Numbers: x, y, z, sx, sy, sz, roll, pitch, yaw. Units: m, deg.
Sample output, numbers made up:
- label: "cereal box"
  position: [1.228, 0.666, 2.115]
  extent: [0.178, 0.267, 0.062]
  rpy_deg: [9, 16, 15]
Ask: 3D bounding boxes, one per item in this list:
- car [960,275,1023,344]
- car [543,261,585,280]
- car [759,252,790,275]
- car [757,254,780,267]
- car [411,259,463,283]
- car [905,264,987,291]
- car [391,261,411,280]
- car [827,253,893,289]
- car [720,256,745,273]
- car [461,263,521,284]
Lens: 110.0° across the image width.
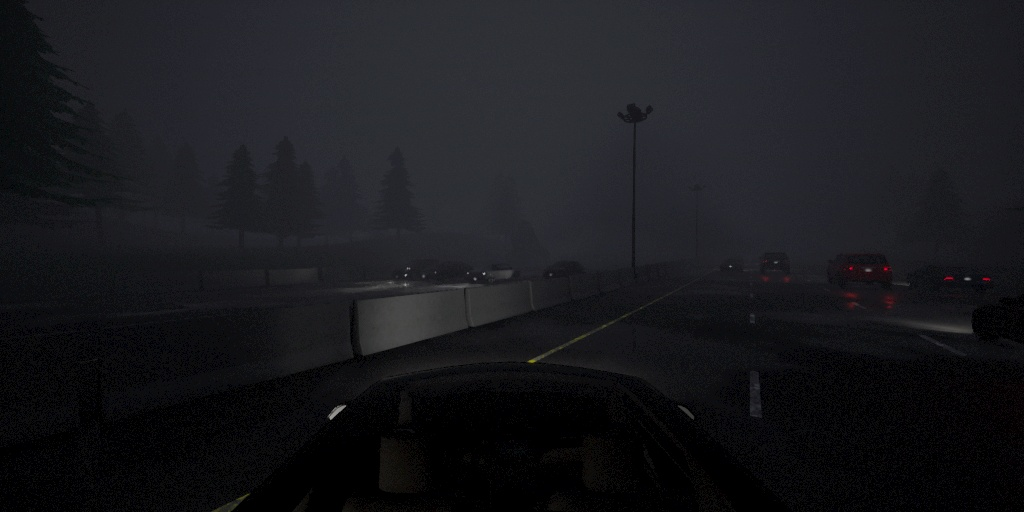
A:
- label: "car"
  position: [10.915, 1.266, 6.657]
  extent: [1.812, 1.442, 4.674]
  rpy_deg: [0, 0, 34]
- label: "car"
  position: [4.192, 1.131, 28.492]
  extent: [1.837, 1.490, 4.892]
  rpy_deg: [0, 1, 34]
- label: "car"
  position: [25.054, 0.628, 34.272]
  extent: [2.150, 2.045, 5.566]
  rpy_deg: [0, 1, 33]
- label: "car"
  position: [33.310, 0.584, 46.693]
  extent: [2.128, 1.511, 4.902]
  rpy_deg: [0, 1, 33]
- label: "car"
  position: [-4.913, 1.166, 27.459]
  extent: [2.128, 1.511, 4.902]
  rpy_deg: [0, 0, 34]
- label: "car"
  position: [23.790, 1.149, 19.712]
  extent: [2.033, 1.411, 5.357]
  rpy_deg: [0, 1, 34]
- label: "car"
  position: [-7.666, 1.021, 29.638]
  extent: [2.097, 1.767, 4.553]
  rpy_deg: [0, 1, 34]
- label: "car"
  position: [21.035, 0.820, 21.895]
  extent: [2.150, 2.045, 5.566]
  rpy_deg: [0, 1, 34]
- label: "car"
  position: [22.517, 0.956, 36.781]
  extent: [1.994, 1.385, 4.181]
  rpy_deg: [0, 1, 34]
- label: "car"
  position: [-1.317, 1.268, 26.547]
  extent: [1.895, 1.301, 4.718]
  rpy_deg: [0, 1, 34]
